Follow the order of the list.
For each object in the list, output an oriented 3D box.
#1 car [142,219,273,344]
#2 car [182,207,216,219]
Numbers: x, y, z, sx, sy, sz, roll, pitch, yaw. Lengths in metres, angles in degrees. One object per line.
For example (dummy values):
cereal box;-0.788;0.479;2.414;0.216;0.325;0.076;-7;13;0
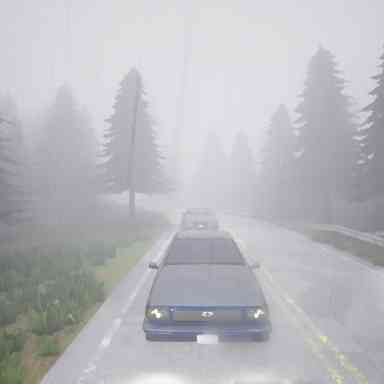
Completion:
car;0.243;1.557;7.050;2.033;1.411;5.357;0;0;1
car;0.385;1.584;19.135;1.994;1.385;4.181;0;0;-2
